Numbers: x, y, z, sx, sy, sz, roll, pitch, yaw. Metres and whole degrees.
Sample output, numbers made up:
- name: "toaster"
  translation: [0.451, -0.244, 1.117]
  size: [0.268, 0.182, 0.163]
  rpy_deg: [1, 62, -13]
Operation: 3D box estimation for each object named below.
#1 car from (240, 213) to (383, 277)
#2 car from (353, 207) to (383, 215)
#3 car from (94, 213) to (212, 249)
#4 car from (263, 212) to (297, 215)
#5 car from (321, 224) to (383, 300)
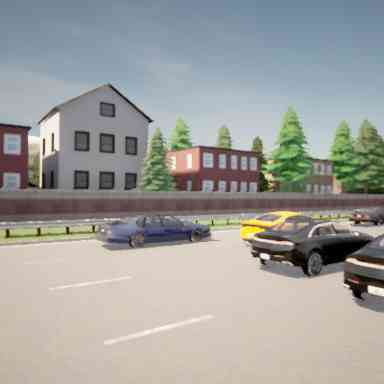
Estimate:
- name: "car"
  translation: [4.044, 1.626, 10.759]
  size: [4.902, 1.511, 2.128]
  rpy_deg: [1, -1, -35]
- name: "car"
  translation: [14.757, 1.916, 26.714]
  size: [5.357, 1.411, 2.033]
  rpy_deg: [1, -1, -35]
- name: "car"
  translation: [-1.670, 1.684, 15.316]
  size: [5.357, 1.411, 2.033]
  rpy_deg: [1, -1, -35]
- name: "car"
  translation: [4.451, 1.659, 15.303]
  size: [5.008, 1.535, 1.882]
  rpy_deg: [1, -1, -35]
- name: "car"
  translation: [5.334, 1.603, 7.394]
  size: [4.902, 1.511, 2.128]
  rpy_deg: [1, -1, -35]
